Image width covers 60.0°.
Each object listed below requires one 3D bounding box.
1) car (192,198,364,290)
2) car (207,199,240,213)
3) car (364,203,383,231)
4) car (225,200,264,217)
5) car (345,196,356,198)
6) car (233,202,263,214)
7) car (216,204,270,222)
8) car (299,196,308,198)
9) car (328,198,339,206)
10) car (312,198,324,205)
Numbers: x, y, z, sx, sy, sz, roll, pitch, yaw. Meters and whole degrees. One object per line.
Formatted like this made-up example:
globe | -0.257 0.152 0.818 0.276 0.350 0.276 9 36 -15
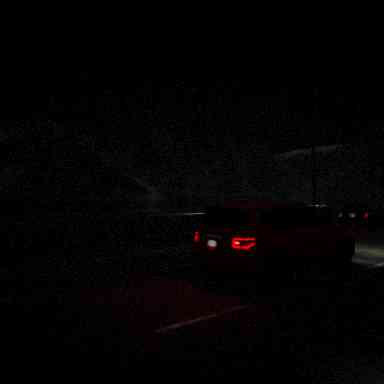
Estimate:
car | 2.550 1.323 9.668 5.566 2.045 2.150 0 0 -39
car | 4.331 1.877 45.388 2.097 1.767 4.553 -1 -1 42
car | 11.651 1.528 22.434 4.553 1.767 2.097 0 -1 -44
car | 5.861 1.758 36.820 2.097 1.767 4.553 -1 -1 44
car | 30.038 1.735 63.034 2.150 2.045 5.566 -1 -1 30
car | 7.362 2.039 43.525 1.994 1.385 4.181 -1 -1 42
car | 4.830 1.888 30.800 5.357 1.411 2.033 0 -1 -43
car | 26.600 1.894 79.476 2.150 2.045 5.566 -1 -1 24
car | 29.706 2.059 69.797 1.837 1.490 4.892 -1 -1 28
car | 29.245 2.113 76.853 2.128 1.511 4.902 -1 -1 26
